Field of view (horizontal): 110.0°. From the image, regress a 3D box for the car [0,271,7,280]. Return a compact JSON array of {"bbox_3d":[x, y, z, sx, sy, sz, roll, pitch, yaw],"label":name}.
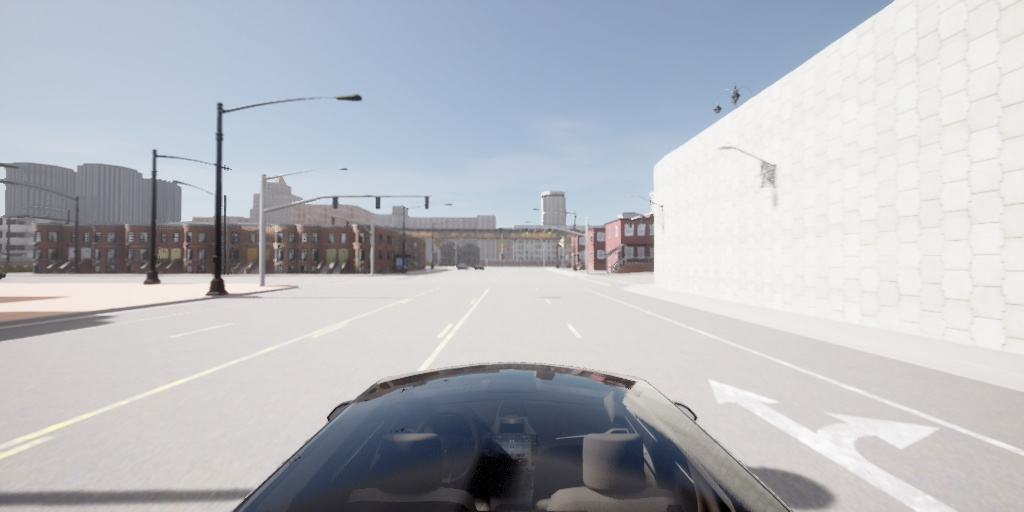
[{"bbox_3d":[-52.671,1.665,35.035,4.892,1.490,1.837,0,-1,0],"label":"car"}]
